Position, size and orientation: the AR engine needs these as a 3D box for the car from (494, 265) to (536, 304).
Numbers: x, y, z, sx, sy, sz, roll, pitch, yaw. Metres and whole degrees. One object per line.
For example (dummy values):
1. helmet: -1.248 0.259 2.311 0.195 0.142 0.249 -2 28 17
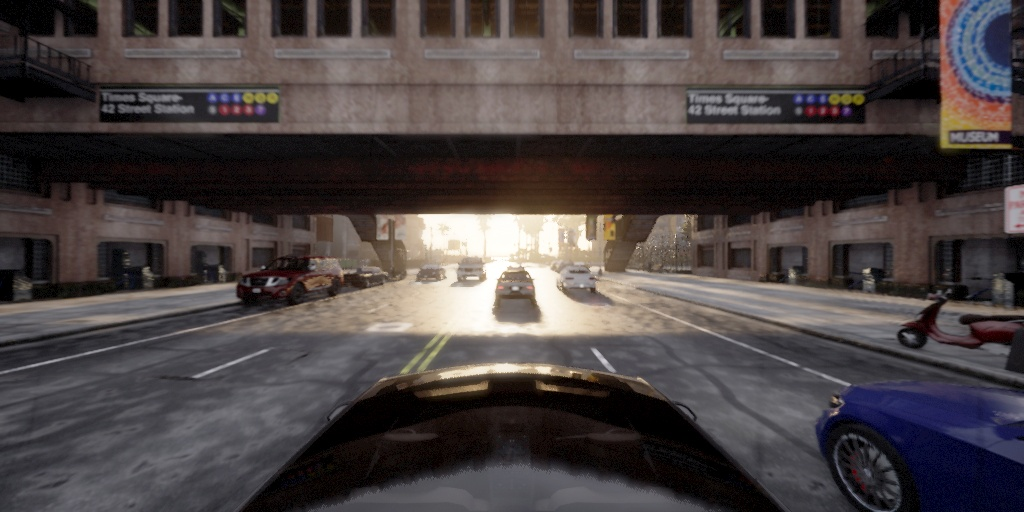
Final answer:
1. car: 0.161 1.348 16.798 2.033 1.411 5.357 0 0 1

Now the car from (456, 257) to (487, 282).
1. car: -3.378 1.066 31.017 2.150 2.045 5.566 0 0 1

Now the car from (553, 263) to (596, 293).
1. car: 3.718 1.346 21.224 1.812 1.442 4.674 0 0 1

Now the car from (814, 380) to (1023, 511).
1. car: 3.591 1.279 1.199 1.812 1.442 4.674 0 0 0

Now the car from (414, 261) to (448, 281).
1. car: -6.881 1.365 31.019 1.812 1.442 4.674 0 0 1
